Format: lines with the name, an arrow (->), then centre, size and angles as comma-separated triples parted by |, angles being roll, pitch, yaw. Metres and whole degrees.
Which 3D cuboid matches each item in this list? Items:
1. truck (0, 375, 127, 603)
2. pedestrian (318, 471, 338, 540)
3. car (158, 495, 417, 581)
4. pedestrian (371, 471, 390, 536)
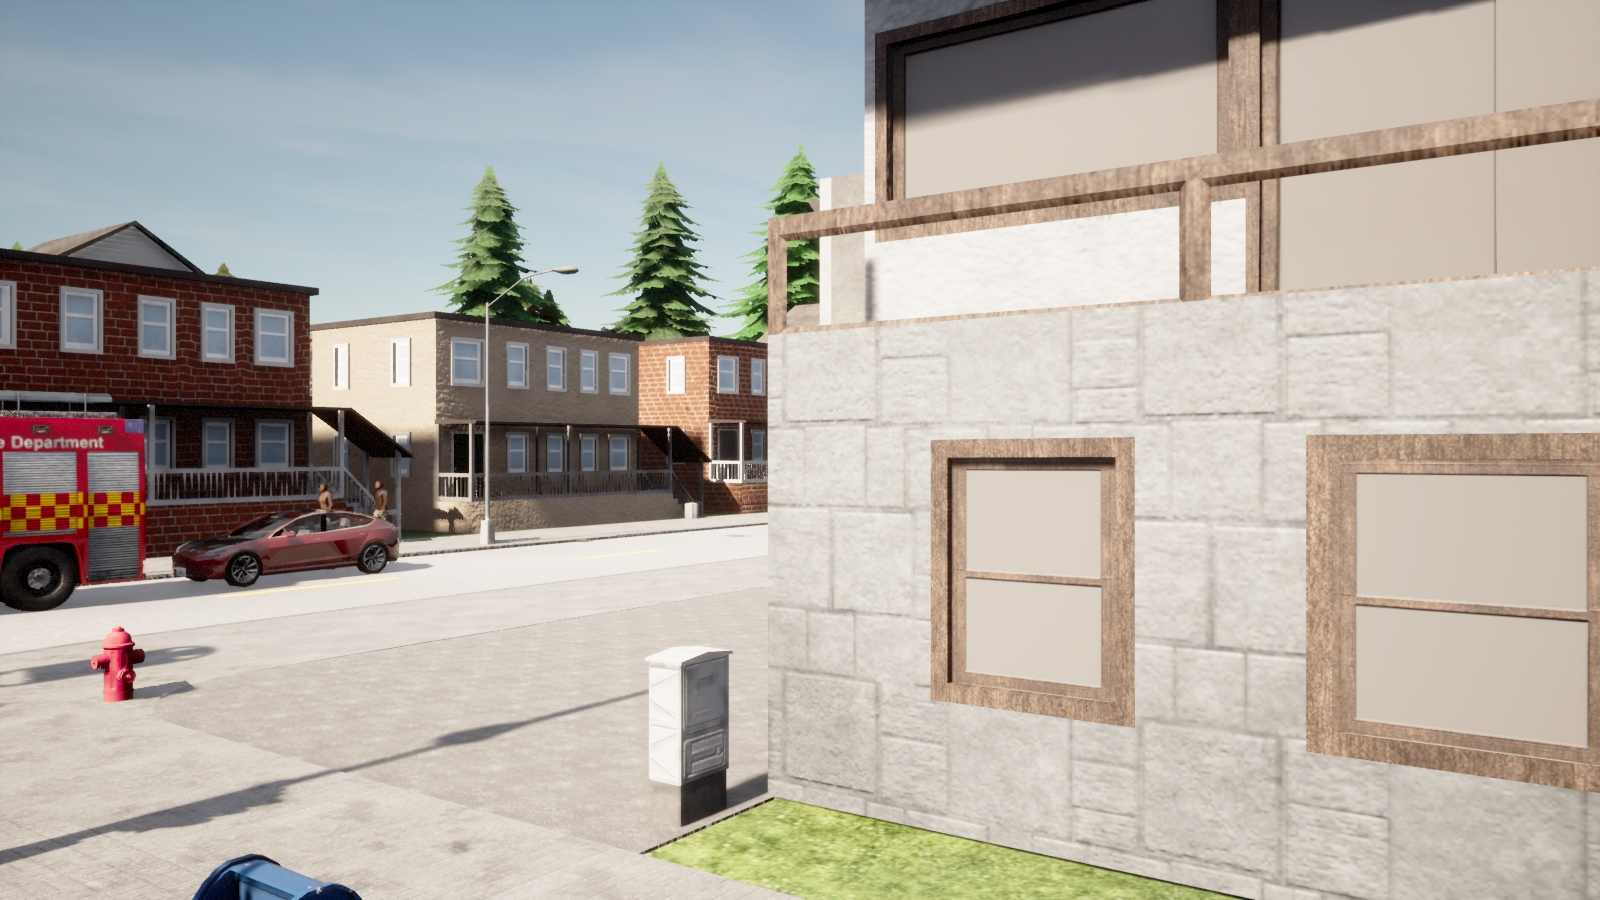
truck -> -16.032, 0.669, 18.389 | 2.891, 3.827, 8.468 | 0, 0, 40
pedestrian -> -12.915, 1.516, 31.274 | 0.375, 1.860, 0.375 | 0, 0, 34
car -> -11.152, 1.843, 25.200 | 2.163, 1.488, 4.792 | 0, 0, 35
pedestrian -> -12.058, 1.524, 32.841 | 0.375, 1.860, 0.375 | 0, 0, 36
